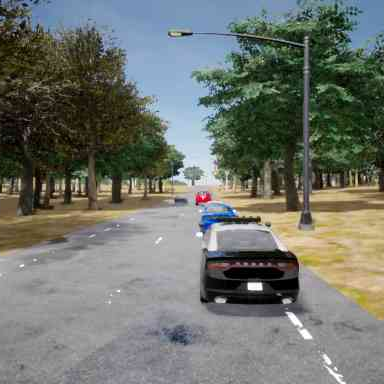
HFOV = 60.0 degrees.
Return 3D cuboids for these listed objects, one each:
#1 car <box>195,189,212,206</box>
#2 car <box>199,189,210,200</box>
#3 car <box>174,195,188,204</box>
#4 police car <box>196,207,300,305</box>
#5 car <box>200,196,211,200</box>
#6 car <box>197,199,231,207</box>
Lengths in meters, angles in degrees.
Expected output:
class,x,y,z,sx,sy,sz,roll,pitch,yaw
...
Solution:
class,x,y,z,sx,sy,sz,roll,pitch,yaw
car,1.624,0.805,46.168,2.150,2.045,5.566,0,1,3
car,2.500,0.466,67.364,2.150,2.045,5.566,0,1,3
car,-1.688,1.120,51.137,1.895,1.301,4.718,0,1,3
police car,1.129,1.409,8.303,1.930,1.638,5.238,0,0,1
car,1.673,1.315,24.300,1.801,1.575,5.366,0,1,3
car,1.408,1.401,18.132,1.882,1.535,5.008,0,1,2
